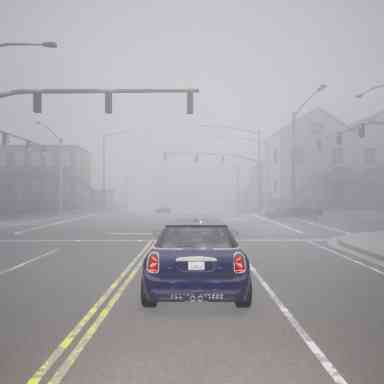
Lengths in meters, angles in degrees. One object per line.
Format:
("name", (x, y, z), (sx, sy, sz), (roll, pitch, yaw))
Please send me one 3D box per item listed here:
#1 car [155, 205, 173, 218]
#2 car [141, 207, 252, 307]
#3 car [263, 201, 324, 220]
("car", (-3.558, 2.570, 42.599), (1.895, 1.301, 4.718), (0, -8, 0))
("car", (0.093, 1.352, 8.116), (2.097, 1.767, 4.553), (0, 0, 0))
("car", (8.291, 1.499, 27.416), (4.902, 1.511, 2.128), (0, 0, -5))
